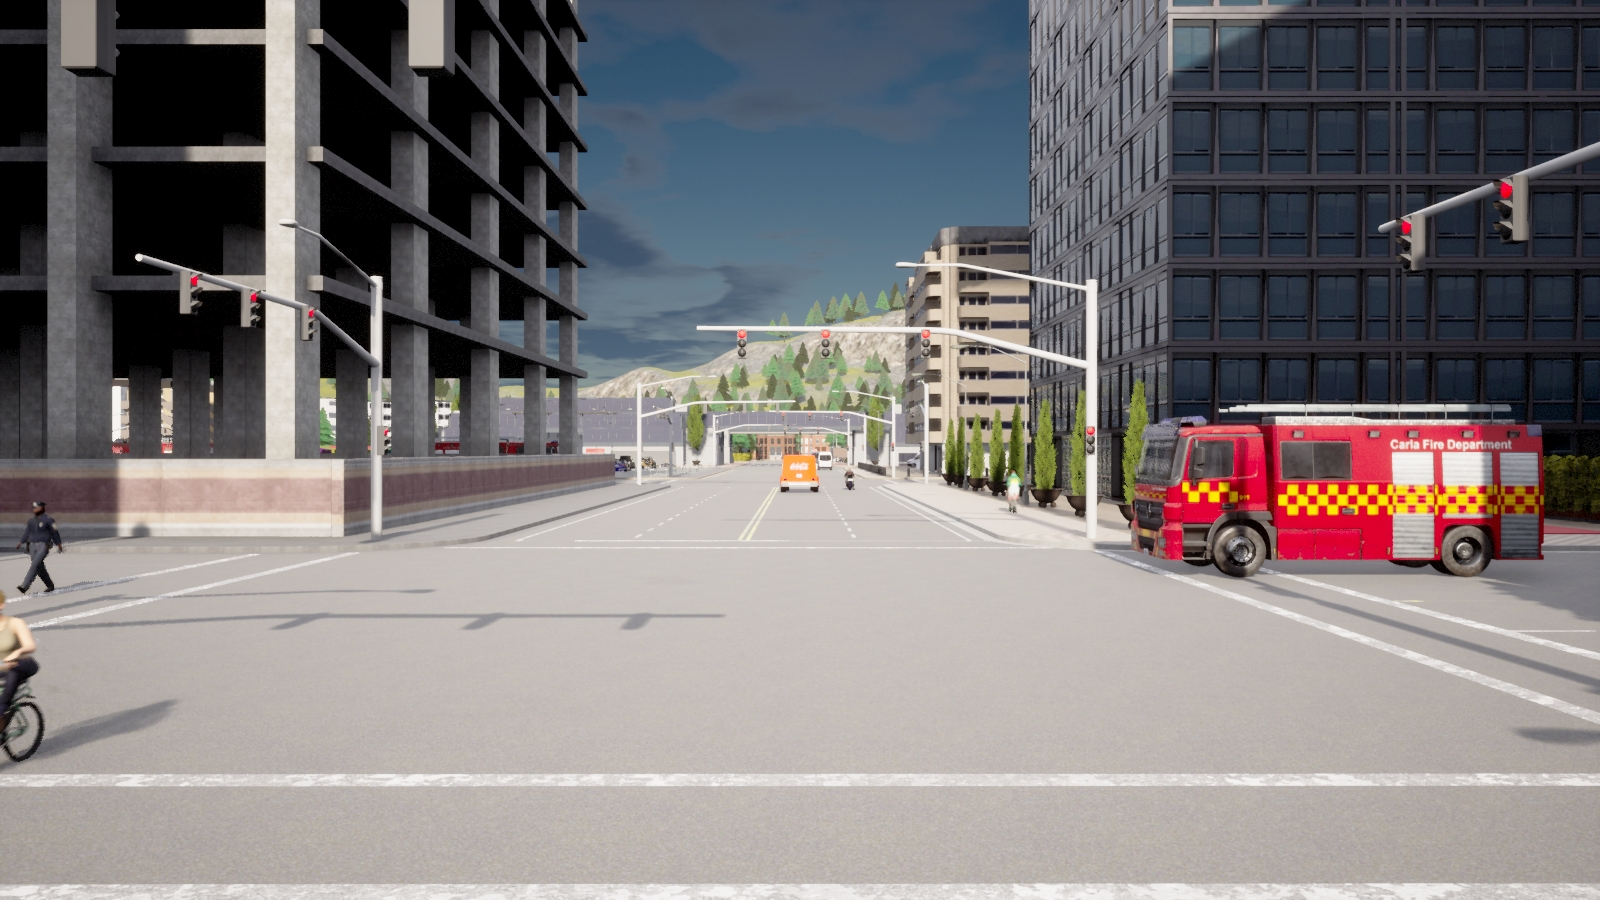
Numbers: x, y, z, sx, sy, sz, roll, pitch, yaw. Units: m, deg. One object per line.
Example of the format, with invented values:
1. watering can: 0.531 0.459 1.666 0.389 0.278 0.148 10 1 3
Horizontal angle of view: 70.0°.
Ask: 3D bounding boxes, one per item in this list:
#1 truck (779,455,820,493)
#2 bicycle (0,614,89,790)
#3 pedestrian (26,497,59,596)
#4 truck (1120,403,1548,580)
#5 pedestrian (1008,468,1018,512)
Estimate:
1. truck: -0.023 1.564 76.782 2.627 2.467 5.204 0 0 0
2. bicycle: -7.014 2.157 9.841 0.859 1.276 1.487 0 0 0
3. pedestrian: -14.573 1.847 21.981 0.375 1.860 0.375 0 0 1
4. truck: 11.970 0.889 26.163 8.468 3.827 2.891 0 0 -1
5. pedestrian: 9.022 1.694 48.402 0.375 1.860 0.375 0 0 -1
